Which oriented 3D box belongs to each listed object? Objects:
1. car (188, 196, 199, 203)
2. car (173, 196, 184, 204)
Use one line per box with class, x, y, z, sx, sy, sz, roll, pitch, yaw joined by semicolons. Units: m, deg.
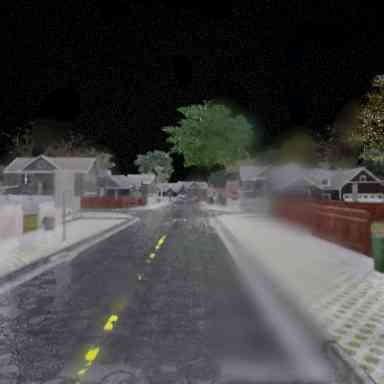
car;0.003;1.899;77.706;2.033;1.411;5.357;0;-1;1
car;-2.753;1.637;69.581;2.097;1.767;4.553;0;-1;0
